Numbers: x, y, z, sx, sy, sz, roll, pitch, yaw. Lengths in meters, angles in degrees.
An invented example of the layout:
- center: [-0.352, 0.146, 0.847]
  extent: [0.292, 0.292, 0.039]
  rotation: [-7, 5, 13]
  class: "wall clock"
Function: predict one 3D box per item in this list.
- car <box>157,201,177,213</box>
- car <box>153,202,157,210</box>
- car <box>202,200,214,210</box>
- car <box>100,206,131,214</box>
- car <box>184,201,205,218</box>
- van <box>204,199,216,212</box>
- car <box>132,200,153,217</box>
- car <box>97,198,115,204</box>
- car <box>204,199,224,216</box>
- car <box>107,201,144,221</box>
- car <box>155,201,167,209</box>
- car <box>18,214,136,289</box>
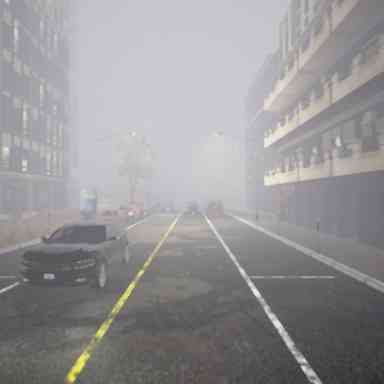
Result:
- center: [-3.098, 2.095, 45.615]
  extent: [2.128, 1.511, 4.902]
  rotation: [0, -1, 0]
  class: "car"
- center: [-5.696, 2.315, 56.481]
  extent: [1.947, 1.339, 4.313]
  rotation: [0, -1, 0]
  class: "car"
- center: [2.684, 2.189, 56.484]
  extent: [1.967, 1.590, 4.097]
  rotation: [0, -1, 0]
  class: "car"
- center: [-5.694, 1.887, 23.178]
  extent: [1.802, 1.307, 4.206]
  rotation: [0, -1, 0]
  class: "car"
- center: [0.093, 2.001, 36.041]
  extent: [1.812, 1.442, 4.674]
  rotation: [0, -1, -1]
  class: "car"
- center: [2.684, 2.015, 50.936]
  extent: [1.690, 1.788, 3.998]
  rotation: [0, -1, 0]
  class: "van"
- center: [-5.695, 1.767, 34.283]
  extent: [2.192, 1.841, 5.009]
  rotation: [0, -1, 0]
  class: "car"
- center: [-22.037, 2.261, 84.839]
  extent: [4.829, 1.417, 1.752]
  rotation: [1, -2, -1]
  class: "car"
- center: [2.685, 1.841, 39.835]
  extent: [2.192, 1.841, 5.009]
  rotation: [0, -1, 0]
  class: "car"
- center: [-5.695, 1.818, 28.731]
  extent: [1.967, 1.590, 4.097]
  rotation: [0, -1, 0]
  class: "car"
- center: [-5.696, 2.386, 61.727]
  extent: [1.947, 1.339, 4.313]
  rotation: [0, -1, 0]
  class: "car"
- center: [-3.100, 1.606, 9.718]
  extent: [1.882, 1.535, 5.008]
  rotation: [0, -1, 0]
  class: "car"
